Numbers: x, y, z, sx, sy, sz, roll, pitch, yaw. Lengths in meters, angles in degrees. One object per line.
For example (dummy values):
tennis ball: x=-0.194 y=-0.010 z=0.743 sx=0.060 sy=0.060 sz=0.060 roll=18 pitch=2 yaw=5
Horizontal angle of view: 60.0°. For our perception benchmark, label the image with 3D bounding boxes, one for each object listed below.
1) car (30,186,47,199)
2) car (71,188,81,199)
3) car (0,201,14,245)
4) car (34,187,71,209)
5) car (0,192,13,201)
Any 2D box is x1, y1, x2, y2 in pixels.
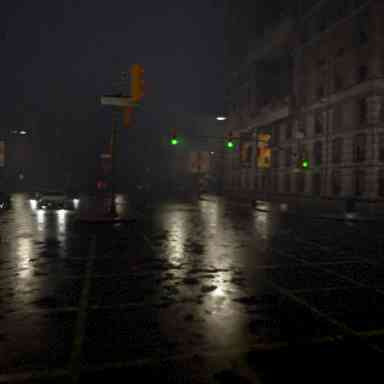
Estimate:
car: x=-18.417 y=0.041 z=40.711 sx=2.128 sy=1.511 sz=4.902 roll=1 pitch=2 yaw=-15
car: x=-14.997 y=0.142 z=41.467 sx=1.994 sy=1.385 sz=4.181 roll=1 pitch=2 yaw=-15
car: x=-6.014 y=1.170 z=7.819 sx=2.128 sy=1.511 sz=4.902 roll=1 pitch=2 yaw=-15
car: x=-11.315 y=0.564 z=27.333 sx=1.812 sy=1.442 sz=4.674 roll=1 pitch=2 yaw=-15
car: x=-13.694 y=0.679 z=22.645 sx=2.033 sy=1.411 sz=5.357 roll=1 pitch=2 yaw=-15
